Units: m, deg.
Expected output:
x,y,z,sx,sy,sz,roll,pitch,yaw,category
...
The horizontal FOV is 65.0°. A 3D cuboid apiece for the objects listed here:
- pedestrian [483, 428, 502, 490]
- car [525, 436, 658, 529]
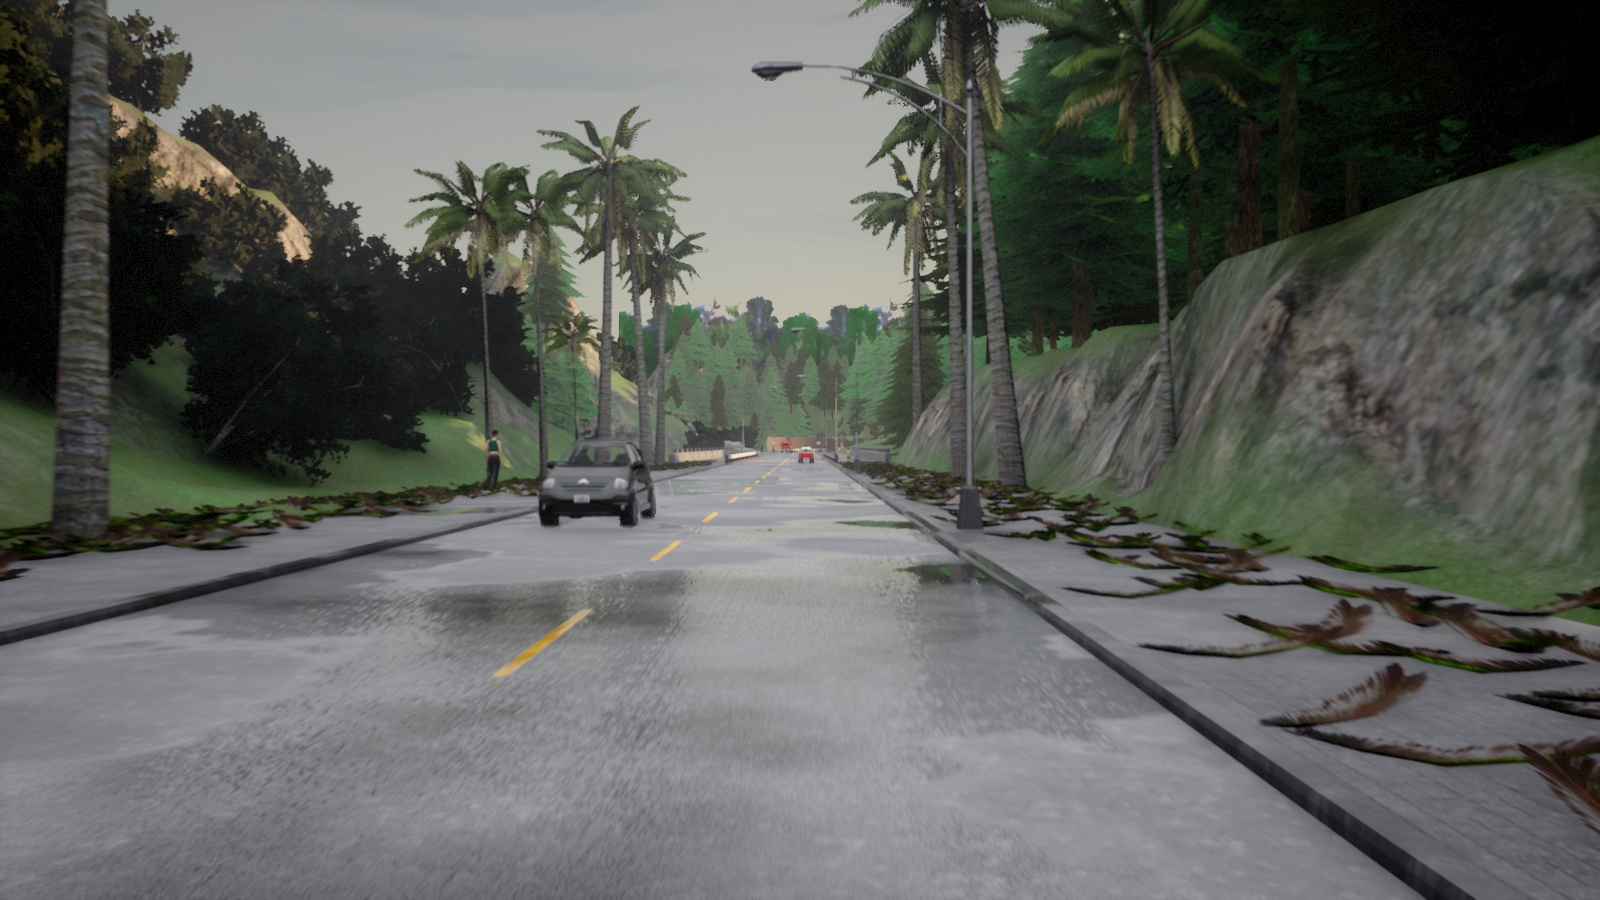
x,y,z,sx,sy,sz,roll,pitch,yaw,category
-9.124,0.262,37.287,0.345,1.836,0.594,0,0,11,pedestrian
-3.846,0.560,23.798,1.851,1.617,3.988,0,0,0,car
